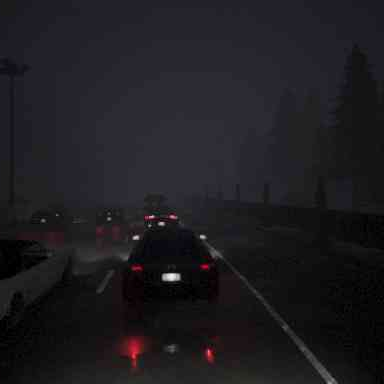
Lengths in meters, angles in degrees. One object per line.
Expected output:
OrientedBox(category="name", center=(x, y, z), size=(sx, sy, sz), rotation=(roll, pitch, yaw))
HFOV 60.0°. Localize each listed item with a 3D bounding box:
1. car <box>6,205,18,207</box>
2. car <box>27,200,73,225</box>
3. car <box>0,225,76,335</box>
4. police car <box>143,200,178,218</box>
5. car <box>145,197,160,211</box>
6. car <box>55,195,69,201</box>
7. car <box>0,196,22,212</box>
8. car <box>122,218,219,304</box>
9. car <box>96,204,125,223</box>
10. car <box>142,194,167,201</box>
OrientedBox(category="car", center=(-18.143, 1.372, 33.318), size=(2.097, 1.767, 4.553), rotation=(0, 0, -8))
OrientedBox(category="car", center=(-9.279, 1.538, 22.299), size=(1.812, 1.442, 4.674), rotation=(0, 0, -8))
OrientedBox(category="car", center=(-3.800, 1.605, 6.597), size=(1.895, 1.301, 4.718), rotation=(0, 0, -4))
OrientedBox(category="police car", center=(-1.950, 1.520, 20.279), size=(2.038, 1.542, 4.974), rotation=(0, 0, -8))
OrientedBox(category="car", center=(-5.181, 1.478, 42.824), size=(1.801, 1.575, 5.366), rotation=(0, 0, -8))
OrientedBox(category="car", center=(-32.375, 1.481, 83.027), size=(2.033, 1.411, 5.357), rotation=(0, 0, -8))
OrientedBox(category="car", center=(-22.752, 1.376, 40.678), size=(2.097, 1.767, 4.553), rotation=(0, 0, -8))
OrientedBox(category="car", center=(-0.547, 1.568, 8.242), size=(1.994, 1.385, 4.181), rotation=(0, 0, -5))
OrientedBox(category="car", center=(-6.276, 1.615, 26.031), size=(1.895, 1.301, 4.718), rotation=(0, 0, -8))
OrientedBox(category="car", center=(-3.554, 1.236, 31.631), size=(2.150, 2.045, 5.566), rotation=(0, 0, -8))
